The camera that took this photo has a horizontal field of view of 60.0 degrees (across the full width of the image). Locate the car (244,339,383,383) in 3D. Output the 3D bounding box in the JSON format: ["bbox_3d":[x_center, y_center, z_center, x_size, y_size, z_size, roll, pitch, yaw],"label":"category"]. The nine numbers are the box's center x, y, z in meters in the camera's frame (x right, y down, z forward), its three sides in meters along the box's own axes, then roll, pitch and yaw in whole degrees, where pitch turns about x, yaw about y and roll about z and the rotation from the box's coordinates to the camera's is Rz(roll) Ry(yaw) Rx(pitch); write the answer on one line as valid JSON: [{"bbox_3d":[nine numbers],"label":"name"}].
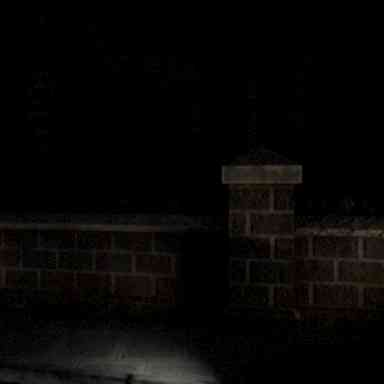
[{"bbox_3d":[2.620,1.528,1.975,4.674,1.442,1.812,0,0,10],"label":"car"}]
